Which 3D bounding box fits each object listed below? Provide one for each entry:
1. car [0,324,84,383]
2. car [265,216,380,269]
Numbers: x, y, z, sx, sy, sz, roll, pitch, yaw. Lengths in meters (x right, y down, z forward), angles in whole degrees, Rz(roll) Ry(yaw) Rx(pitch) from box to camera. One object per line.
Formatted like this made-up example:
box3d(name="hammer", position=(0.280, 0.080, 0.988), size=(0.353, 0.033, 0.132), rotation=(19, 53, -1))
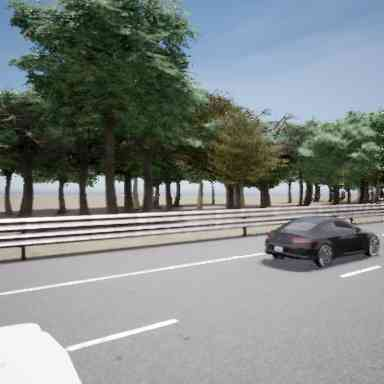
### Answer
box3d(name="car", position=(-2.932, 1.600, 1.656), size=(4.718, 1.301, 1.895), rotation=(0, 0, -36))
box3d(name="car", position=(4.447, 1.530, 11.216), size=(4.674, 1.442, 1.812), rotation=(0, 0, -35))
